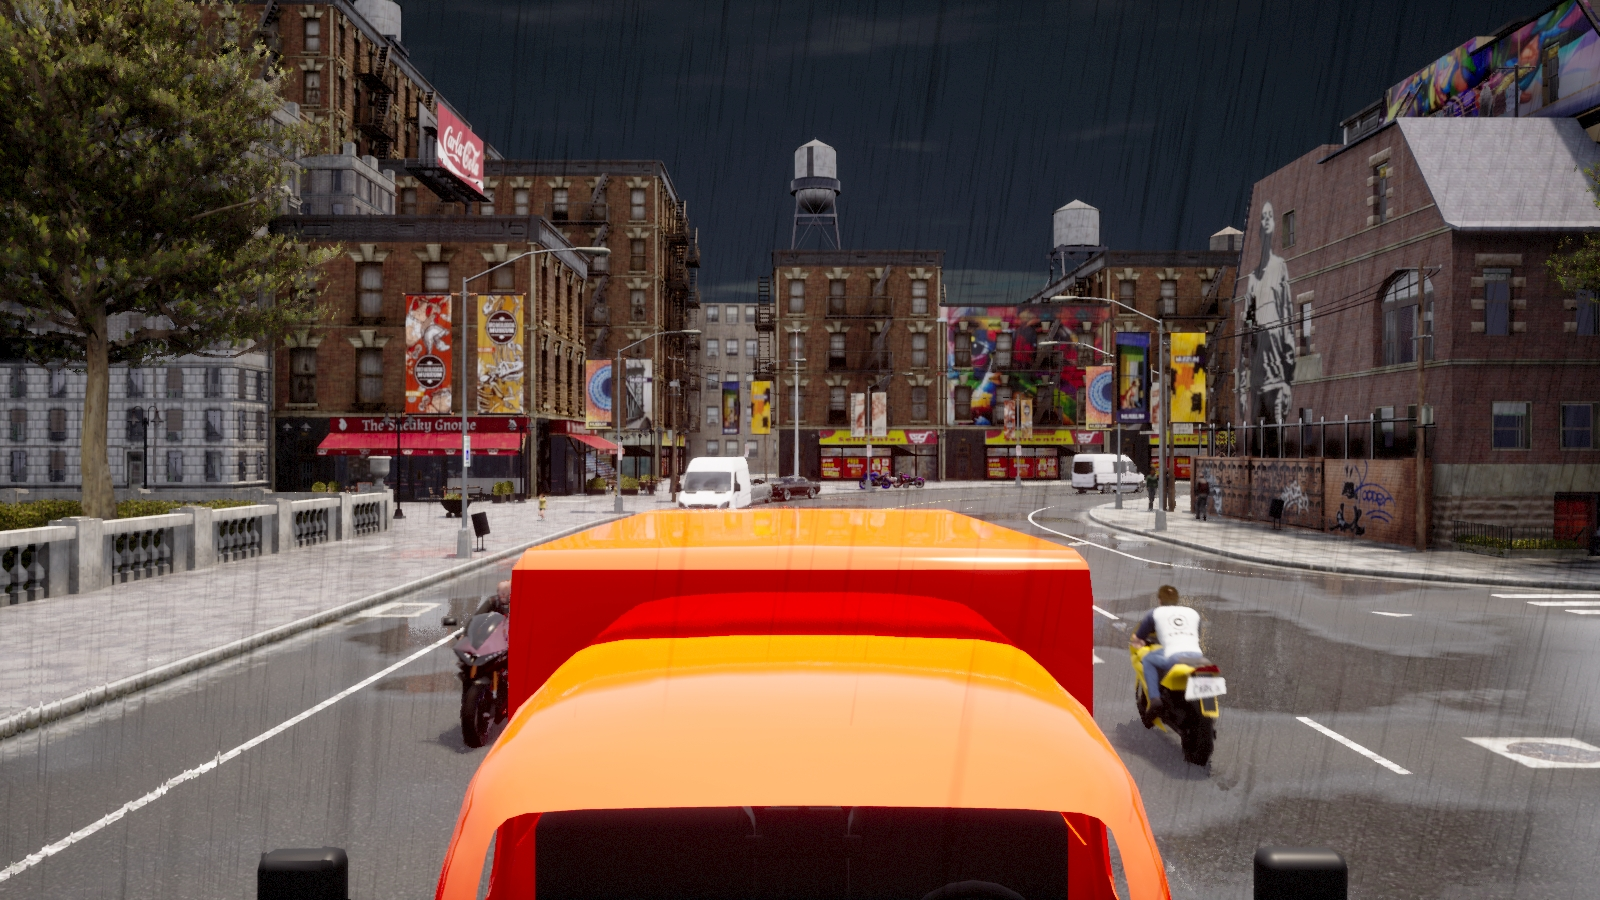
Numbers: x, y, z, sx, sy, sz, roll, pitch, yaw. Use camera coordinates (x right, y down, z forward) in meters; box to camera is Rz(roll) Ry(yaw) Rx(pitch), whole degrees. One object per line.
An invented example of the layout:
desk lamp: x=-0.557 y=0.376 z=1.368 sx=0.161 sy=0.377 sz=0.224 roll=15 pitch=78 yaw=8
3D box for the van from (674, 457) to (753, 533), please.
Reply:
van: x=-3.097 y=1.551 z=42.031 sx=1.988 sy=2.561 sz=5.915 roll=0 pitch=0 yaw=5

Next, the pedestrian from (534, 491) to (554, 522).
pedestrian: x=-9.482 y=2.093 z=42.312 sx=0.500 sy=1.100 sz=0.500 roll=0 pitch=0 yaw=26

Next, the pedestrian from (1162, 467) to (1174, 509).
pedestrian: x=16.629 y=1.716 z=51.616 sx=0.375 sy=1.860 sz=0.375 roll=0 pitch=0 yaw=-14

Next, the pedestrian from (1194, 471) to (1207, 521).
pedestrian: x=15.084 y=1.713 z=43.009 sx=0.375 sy=1.860 sz=0.375 roll=0 pitch=0 yaw=0

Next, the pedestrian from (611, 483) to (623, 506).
pedestrian: x=-8.671 y=2.097 z=54.035 sx=0.500 sy=1.100 sz=0.500 roll=0 pitch=0 yaw=0

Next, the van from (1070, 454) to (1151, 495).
van: x=20.301 y=1.563 z=74.621 sx=5.915 sy=2.561 sz=1.988 roll=0 pitch=0 yaw=-39

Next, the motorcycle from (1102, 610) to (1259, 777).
motorcycle: x=3.516 y=2.218 z=10.758 sx=0.803 sy=1.145 sz=2.033 roll=0 pitch=0 yaw=0

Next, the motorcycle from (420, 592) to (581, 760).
motorcycle: x=-2.970 y=2.210 z=11.604 sx=0.867 sy=1.251 sz=2.209 roll=0 pitch=0 yaw=6

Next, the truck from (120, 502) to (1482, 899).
truck: x=-0.002 y=1.571 z=4.805 sx=2.627 sy=2.467 sz=5.204 roll=0 pitch=0 yaw=0

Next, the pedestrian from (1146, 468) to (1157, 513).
pedestrian: x=14.931 y=1.715 z=48.503 sx=0.375 sy=1.860 sz=0.375 roll=0 pitch=0 yaw=7
